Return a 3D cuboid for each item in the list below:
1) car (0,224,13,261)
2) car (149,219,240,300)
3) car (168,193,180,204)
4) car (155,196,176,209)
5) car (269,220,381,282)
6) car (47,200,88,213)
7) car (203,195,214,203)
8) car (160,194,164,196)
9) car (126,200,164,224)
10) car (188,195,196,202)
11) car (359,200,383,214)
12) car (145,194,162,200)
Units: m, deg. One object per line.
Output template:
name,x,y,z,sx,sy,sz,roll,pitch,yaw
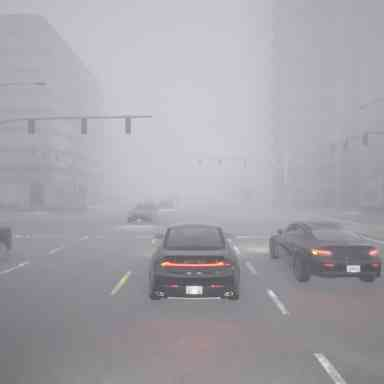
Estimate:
car,-7.098,1.477,9.385,1.882,1.535,5.008,0,0,0
car,0.059,1.505,8.366,1.837,1.490,4.892,0,0,0
car,-3.527,1.223,65.996,2.150,2.045,5.566,0,0,1
car,-3.511,1.563,45.208,1.994,1.385,4.181,0,0,-2
car,3.565,1.526,9.622,1.812,1.442,4.674,0,0,0
car,-13.623,1.564,36.553,4.181,1.385,1.994,0,0,-19
car,3.551,1.502,71.109,1.837,1.490,4.892,0,0,0
car,-6.991,1.180,73.697,1.882,1.535,5.008,0,0,0
car,-3.597,1.547,25.246,2.033,1.411,5.357,0,0,0
car,0.009,1.364,73.874,2.128,1.511,4.902,0,0,0
car,20.850,1.547,35.482,5.357,1.411,2.033,0,0,1
car,-7.077,1.547,58.497,2.033,1.411,5.357,0,0,0
